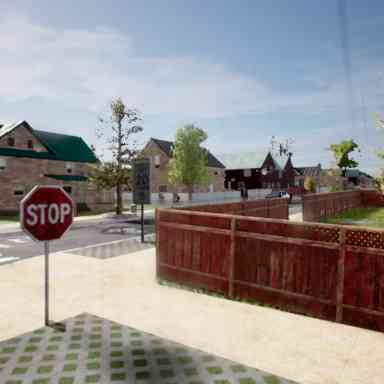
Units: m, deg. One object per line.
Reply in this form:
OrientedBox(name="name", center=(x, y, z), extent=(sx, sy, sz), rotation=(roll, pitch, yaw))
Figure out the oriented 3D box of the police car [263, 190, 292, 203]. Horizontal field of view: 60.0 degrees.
OrientedBox(name="police car", center=(9.640, 0.602, 37.600), extent=(2.038, 1.542, 4.974), rotation=(-1, 1, 36))
